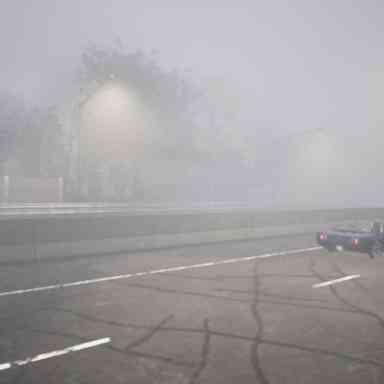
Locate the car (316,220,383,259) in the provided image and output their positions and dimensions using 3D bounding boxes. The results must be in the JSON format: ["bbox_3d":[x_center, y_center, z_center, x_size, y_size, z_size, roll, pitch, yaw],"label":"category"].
[{"bbox_3d":[7.126,1.747,13.229,4.718,1.301,1.895,1,0,-35],"label":"car"}]
